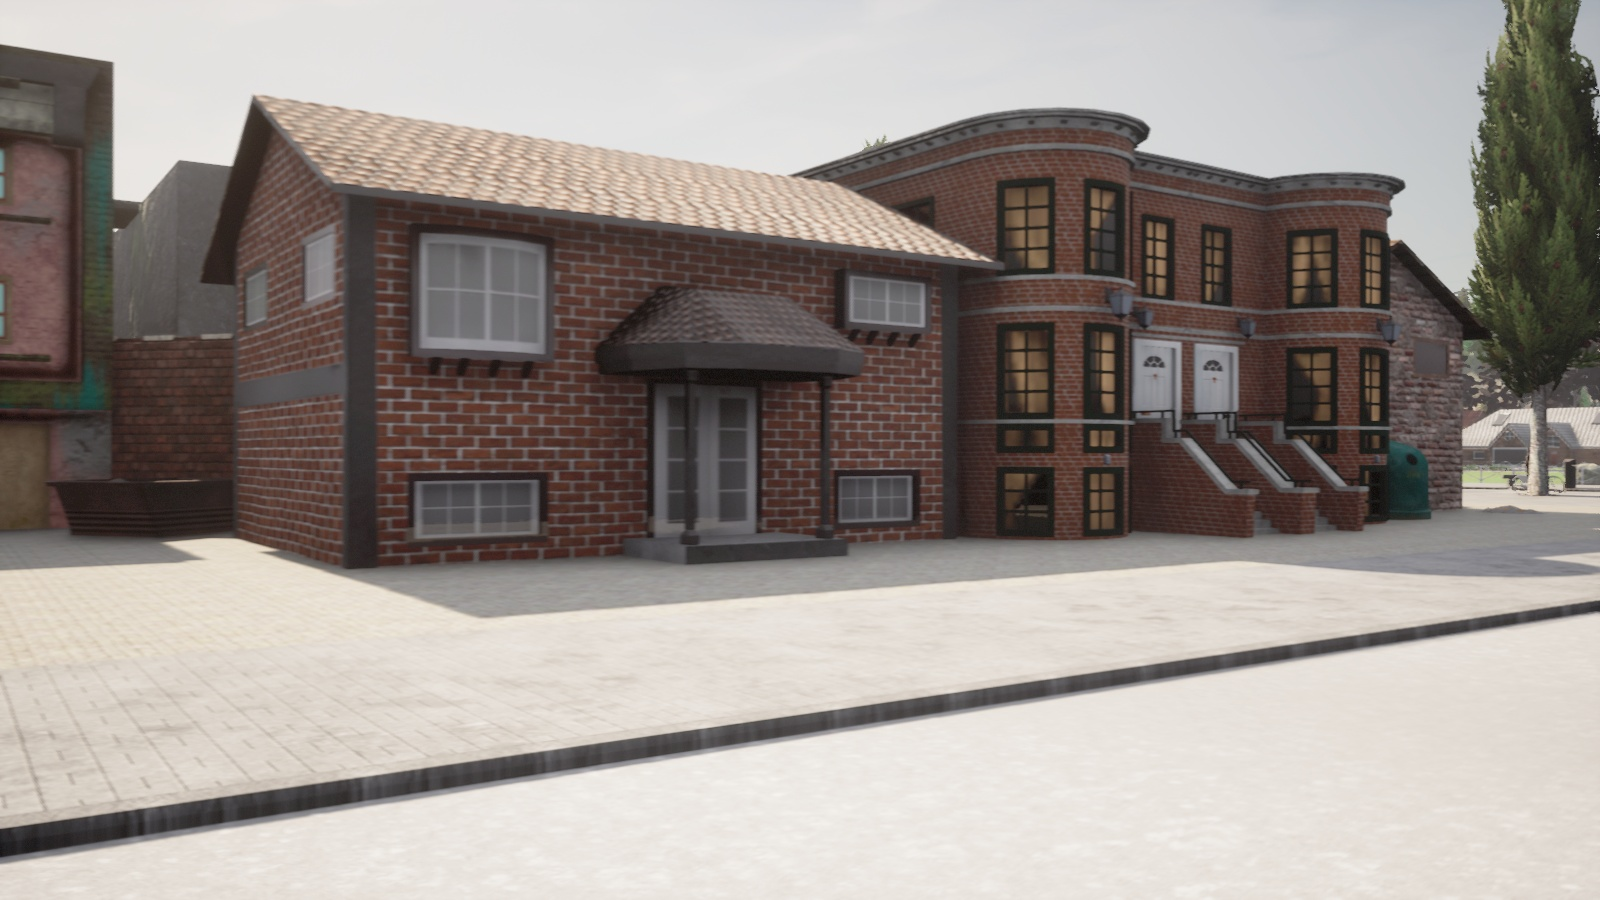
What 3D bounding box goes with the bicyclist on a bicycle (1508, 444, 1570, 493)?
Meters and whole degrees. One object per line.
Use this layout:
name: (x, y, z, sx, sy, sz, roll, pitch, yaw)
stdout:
bicyclist on a bicycle: (27.003, 0.671, 45.908, 0.659, 1.776, 1.843, 0, 0, -35)
